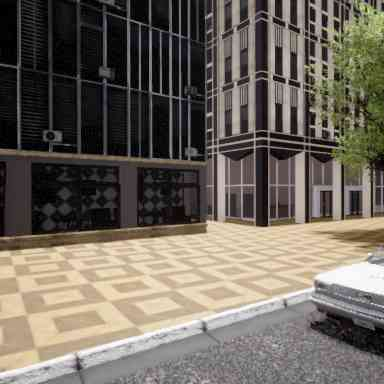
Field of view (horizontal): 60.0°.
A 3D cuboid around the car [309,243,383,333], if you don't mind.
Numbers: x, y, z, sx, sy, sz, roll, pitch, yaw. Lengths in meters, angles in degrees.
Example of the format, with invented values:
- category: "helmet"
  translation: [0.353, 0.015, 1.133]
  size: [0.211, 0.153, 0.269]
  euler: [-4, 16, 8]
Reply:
- category: "car"
  translation: [4.283, 1.600, 6.109]
  size: [4.718, 1.301, 1.895]
  euler: [0, 0, -35]
